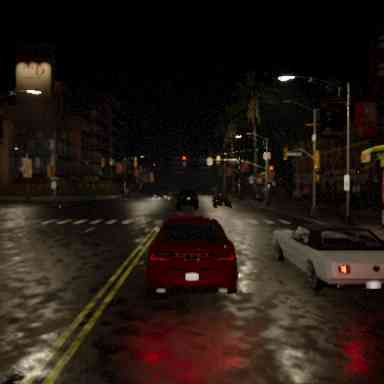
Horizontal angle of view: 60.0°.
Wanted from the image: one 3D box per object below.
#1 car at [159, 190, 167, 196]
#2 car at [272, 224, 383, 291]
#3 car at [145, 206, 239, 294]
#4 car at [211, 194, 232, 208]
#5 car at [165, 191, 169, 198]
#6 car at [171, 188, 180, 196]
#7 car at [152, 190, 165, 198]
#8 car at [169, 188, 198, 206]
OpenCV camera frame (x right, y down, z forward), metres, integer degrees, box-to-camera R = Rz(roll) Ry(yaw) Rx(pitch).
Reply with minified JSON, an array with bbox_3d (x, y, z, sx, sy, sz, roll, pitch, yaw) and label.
[{"bbox_3d":[-7.841,0.252,89.024,1.812,1.442,4.674,0,1,-1],"label":"car"},{"bbox_3d":[3.495,1.476,8.614,1.895,1.301,4.718,0,1,0],"label":"car"},{"bbox_3d":[-0.006,1.354,8.523,1.882,1.535,5.008,0,1,0],"label":"car"},{"bbox_3d":[3.254,0.995,37.047,1.812,1.442,4.674,0,1,-1],"label":"car"},{"bbox_3d":[-4.193,0.304,73.546,2.097,1.767,4.553,0,1,-1],"label":"car"},{"bbox_3d":[-4.346,-0.053,89.484,2.150,2.045,5.566,0,1,-1],"label":"car"},{"bbox_3d":[-7.688,0.497,72.987,2.033,1.411,5.357,0,1,-1],"label":"car"},{"bbox_3d":[-0.780,0.720,35.013,2.150,2.045,5.566,0,1,-10],"label":"car"}]
